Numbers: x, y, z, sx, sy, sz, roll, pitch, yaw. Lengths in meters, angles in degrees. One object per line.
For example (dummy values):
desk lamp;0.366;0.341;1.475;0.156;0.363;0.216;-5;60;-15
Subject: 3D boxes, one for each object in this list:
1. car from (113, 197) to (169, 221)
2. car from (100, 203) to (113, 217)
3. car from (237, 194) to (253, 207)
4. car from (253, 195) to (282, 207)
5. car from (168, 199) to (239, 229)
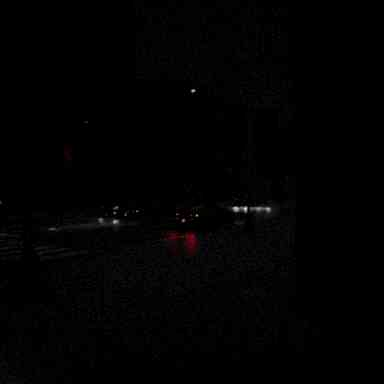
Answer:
car;-3.416;1.373;26.256;2.128;1.511;4.902;0;0;35
car;-5.657;1.231;28.714;2.097;1.767;4.553;0;0;35
car;7.844;1.131;47.657;2.097;1.767;4.553;0;0;36
car;10.676;1.379;46.027;1.895;1.301;4.718;0;0;36
car;0.867;1.416;20.799;1.812;1.442;4.674;0;0;36
